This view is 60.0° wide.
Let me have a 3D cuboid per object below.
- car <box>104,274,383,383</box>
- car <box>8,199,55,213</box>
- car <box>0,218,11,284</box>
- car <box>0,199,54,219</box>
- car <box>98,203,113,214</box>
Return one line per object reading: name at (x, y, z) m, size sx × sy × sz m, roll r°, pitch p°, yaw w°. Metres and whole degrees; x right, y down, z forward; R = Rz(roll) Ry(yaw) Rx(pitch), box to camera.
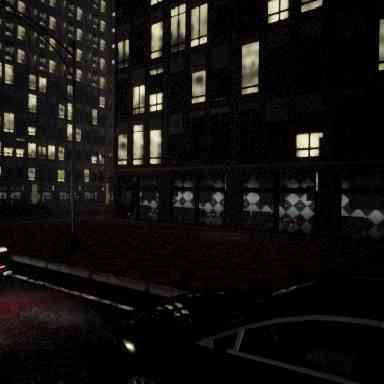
car at (1.335, 1.491, 2.728) m, size 4.902 × 1.511 × 2.128 m, roll 0°, pitch 0°, yaw 35°
car at (-19.144, 1.642, 39.917) m, size 1.752 × 1.417 × 4.829 m, roll 1°, pitch 0°, yaw 36°
car at (-6.346, 1.487, 8.185) m, size 4.902 × 1.511 × 2.128 m, roll 0°, pitch 0°, yaw 36°
car at (-15.635, 1.519, 30.546) m, size 2.192 × 1.841 × 5.009 m, roll 1°, pitch 0°, yaw 36°
car at (-8.849, 1.830, 39.766) m, size 1.752 × 1.417 × 4.829 m, roll 1°, pitch 0°, yaw 36°
